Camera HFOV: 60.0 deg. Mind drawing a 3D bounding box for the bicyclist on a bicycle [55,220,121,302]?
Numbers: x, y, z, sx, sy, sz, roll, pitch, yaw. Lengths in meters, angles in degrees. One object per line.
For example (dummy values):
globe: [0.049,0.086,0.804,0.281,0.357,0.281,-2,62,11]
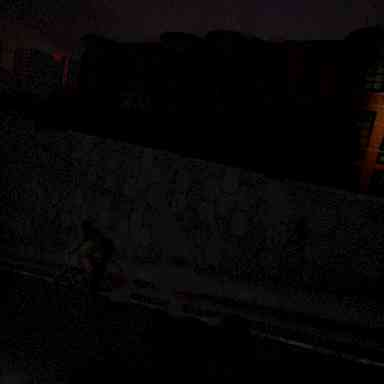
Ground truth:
bicyclist on a bicycle: [-2.142,1.426,7.124,0.582,1.620,1.656,2,0,38]
